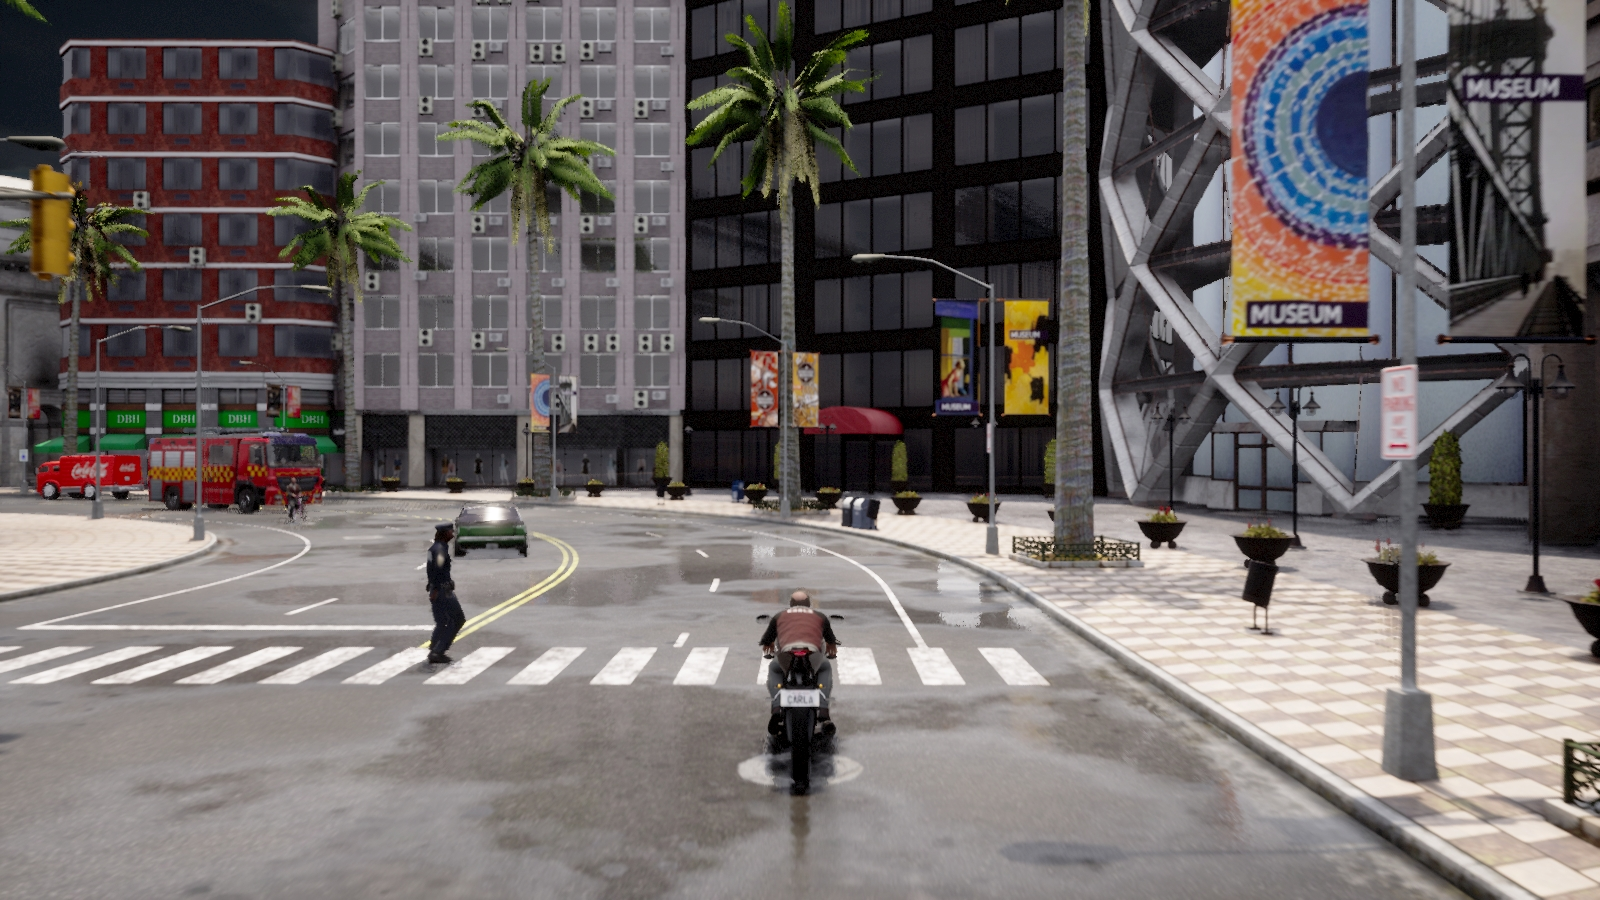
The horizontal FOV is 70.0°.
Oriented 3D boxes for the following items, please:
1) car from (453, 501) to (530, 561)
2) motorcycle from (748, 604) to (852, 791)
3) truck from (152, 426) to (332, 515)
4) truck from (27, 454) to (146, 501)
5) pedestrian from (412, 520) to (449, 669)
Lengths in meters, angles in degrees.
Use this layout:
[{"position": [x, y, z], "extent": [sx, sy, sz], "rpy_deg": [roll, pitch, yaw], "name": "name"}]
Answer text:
[{"position": [-8.548, 2.156, 31.514], "extent": [1.895, 1.301, 4.718], "rpy_deg": [0, 0, -16], "name": "car"}, {"position": [0.001, 2.205, 10.585], "extent": [0.867, 1.251, 2.209], "rpy_deg": [0, 0, 0], "name": "motorcycle"}, {"position": [-25.802, 0.892, 52.739], "extent": [8.468, 3.827, 2.891], "rpy_deg": [0, 0, 27], "name": "truck"}, {"position": [-40.191, 1.550, 64.456], "extent": [5.204, 2.467, 2.627], "rpy_deg": [-1, 0, 8], "name": "truck"}, {"position": [-4.775, 1.849, 14.754], "extent": [0.375, 1.860, 0.375], "rpy_deg": [0, 0, -32], "name": "pedestrian"}]
